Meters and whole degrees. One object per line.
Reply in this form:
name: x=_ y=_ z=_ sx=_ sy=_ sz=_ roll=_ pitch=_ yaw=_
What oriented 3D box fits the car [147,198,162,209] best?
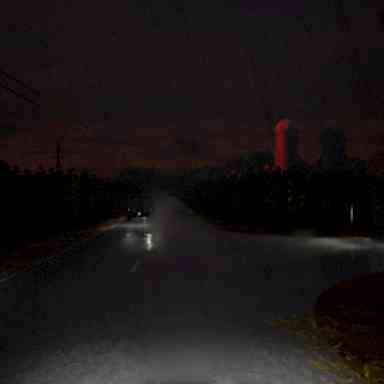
car: x=-5.748 y=1.749 z=51.824 sx=2.128 sy=1.511 sz=4.902 roll=0 pitch=0 yaw=-4

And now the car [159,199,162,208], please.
car: x=-4.990 y=1.690 z=39.810 sx=2.128 sy=1.511 sz=4.902 roll=0 pitch=0 yaw=-4

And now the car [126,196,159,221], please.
car: x=-4.294 y=1.365 z=28.794 sx=2.150 sy=2.045 sz=5.566 roll=0 pitch=0 yaw=-4

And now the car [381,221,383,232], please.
car: x=11.870 y=1.294 z=15.377 sx=5.566 sy=2.045 sz=2.150 roll=0 pitch=0 yaw=-1
